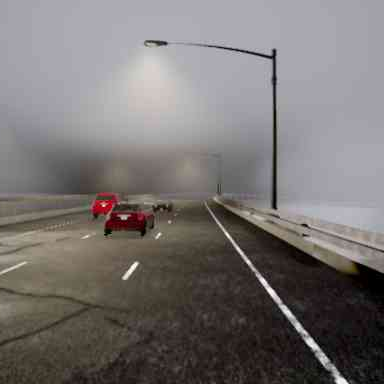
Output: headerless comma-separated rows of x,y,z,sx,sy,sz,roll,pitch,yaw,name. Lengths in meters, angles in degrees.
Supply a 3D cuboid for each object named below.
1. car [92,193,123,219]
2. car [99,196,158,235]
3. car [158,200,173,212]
-6.734,1.135,28.198,2.150,2.045,5.566,0,0,1,car
-3.320,1.295,18.442,2.097,1.767,4.553,0,0,0,car
-3.127,1.488,36.773,1.895,1.301,4.718,0,0,1,car
